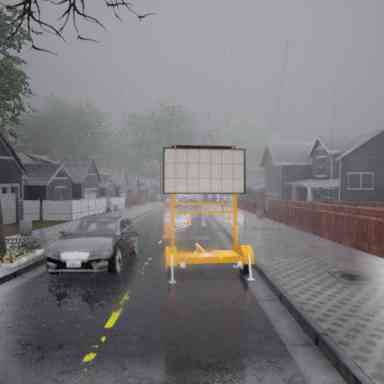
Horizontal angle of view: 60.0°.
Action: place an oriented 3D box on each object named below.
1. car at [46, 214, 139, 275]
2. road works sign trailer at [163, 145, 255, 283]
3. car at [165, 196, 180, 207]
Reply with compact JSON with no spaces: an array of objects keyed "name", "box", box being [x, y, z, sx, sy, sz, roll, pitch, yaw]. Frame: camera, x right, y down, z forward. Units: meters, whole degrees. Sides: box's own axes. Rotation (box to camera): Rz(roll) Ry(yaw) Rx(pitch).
[{"name":"car","box":[-2.880,1.485,10.536,2.128,1.511,4.902,0,0,0]},{"name":"road works sign trailer","box":[0.334,0.458,9.711,2.380,3.560,2.880,0,0,-8]},{"name":"car","box":[-2.990,1.393,51.897,2.097,1.767,4.553,0,0,0]}]
